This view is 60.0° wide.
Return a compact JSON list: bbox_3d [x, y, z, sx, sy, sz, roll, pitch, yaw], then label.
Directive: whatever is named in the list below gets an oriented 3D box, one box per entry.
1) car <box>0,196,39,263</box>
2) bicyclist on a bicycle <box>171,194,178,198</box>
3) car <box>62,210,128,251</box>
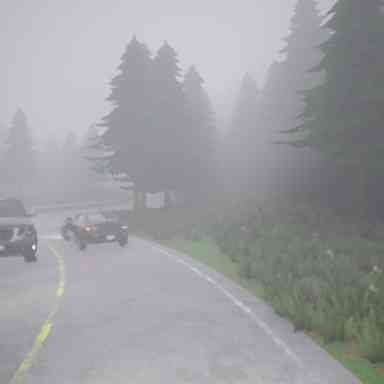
[{"bbox_3d":[-6.769,1.182,11.402,2.150,2.045,5.566,0,0,-33],"label":"car"},{"bbox_3d":[-1.835,0.701,38.094,1.656,1.620,0.582,-12,0,22],"label":"bicyclist on a bicycle"},{"bbox_3d":[-4.133,1.464,14.000,1.812,1.442,4.674,0,0,-31],"label":"car"}]
